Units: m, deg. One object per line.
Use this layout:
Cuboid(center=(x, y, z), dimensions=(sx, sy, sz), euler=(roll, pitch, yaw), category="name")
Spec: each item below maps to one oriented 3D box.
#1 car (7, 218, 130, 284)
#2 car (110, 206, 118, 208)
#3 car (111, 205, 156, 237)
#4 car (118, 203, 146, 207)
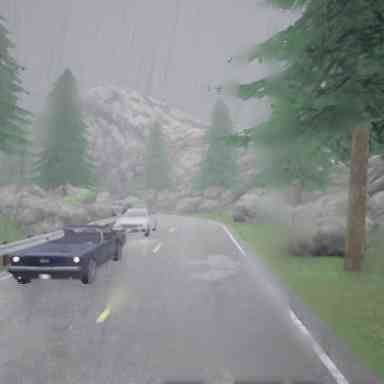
Cuboid(center=(-3.384, 1.690, 9.984), dimensions=(1.895, 1.301, 4.718), euler=(0, -1, 2), category="car")
Cuboid(center=(-7.697, 1.950, 39.324), dimensions=(4.718, 1.301, 1.895), euler=(0, -1, 40), category="car")
Cuboid(center=(-3.187, 1.700, 19.473), dimensions=(1.812, 1.442, 4.674), euler=(0, -1, 1), category="car")
Cuboid(center=(-4.962, 1.750, 30.591), dimensions=(1.882, 1.535, 5.008), euler=(0, -1, -28), category="car")
